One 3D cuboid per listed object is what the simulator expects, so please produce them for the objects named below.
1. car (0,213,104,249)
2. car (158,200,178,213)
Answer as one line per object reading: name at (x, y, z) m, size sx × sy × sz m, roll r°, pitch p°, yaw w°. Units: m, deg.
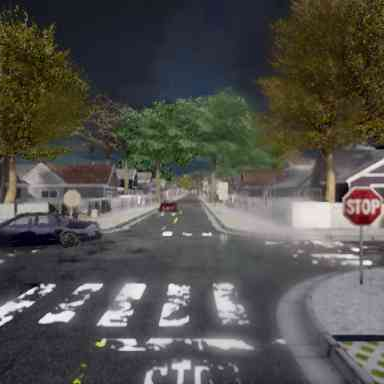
car at (-6.357, 1.546, 13.321) m, size 5.357 × 1.411 × 2.033 m, roll 0°, pitch 0°, yaw -23°
car at (-2.614, 1.559, 37.420) m, size 1.994 × 1.385 × 4.181 m, roll 0°, pitch 0°, yaw 0°
